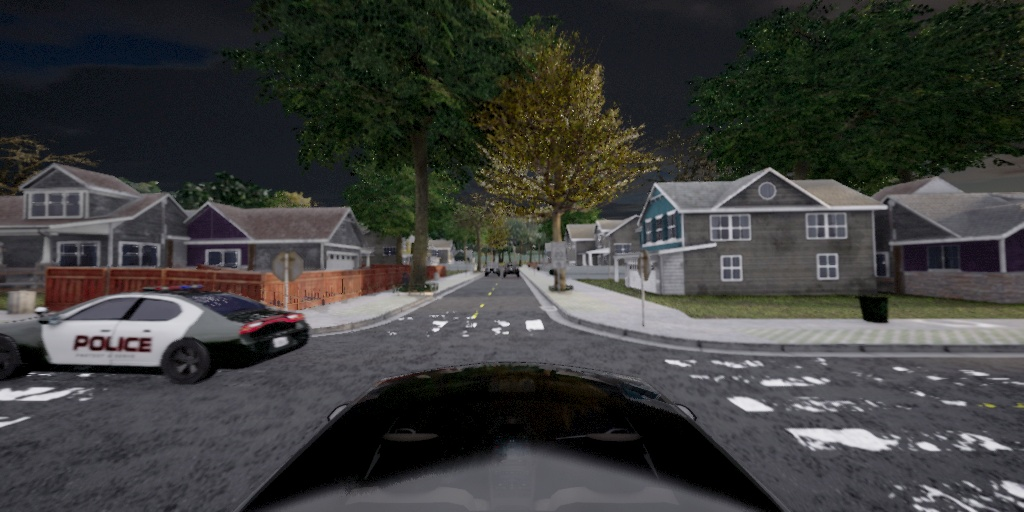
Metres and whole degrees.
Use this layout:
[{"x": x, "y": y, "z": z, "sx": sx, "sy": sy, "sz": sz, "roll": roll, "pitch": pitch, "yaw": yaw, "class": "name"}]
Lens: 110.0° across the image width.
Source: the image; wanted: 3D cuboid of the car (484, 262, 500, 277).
[{"x": -2.830, "y": 1.938, "z": 53.163, "sx": 2.150, "sy": 2.045, "sz": 5.566, "roll": -1, "pitch": -1, "yaw": 0, "class": "car"}]

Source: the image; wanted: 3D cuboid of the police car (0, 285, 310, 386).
[{"x": -6.640, "y": 1.335, "z": 6.609, "sx": 4.974, "sy": 1.542, "sz": 2.038, "roll": 1, "pitch": -2, "yaw": 0, "class": "police car"}]

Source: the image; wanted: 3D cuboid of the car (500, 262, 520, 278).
[{"x": -0.075, "y": 1.804, "z": 48.222, "sx": 2.150, "sy": 2.045, "sz": 5.566, "roll": -1, "pitch": -1, "yaw": 0, "class": "car"}]
